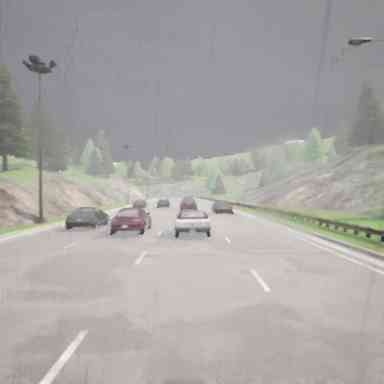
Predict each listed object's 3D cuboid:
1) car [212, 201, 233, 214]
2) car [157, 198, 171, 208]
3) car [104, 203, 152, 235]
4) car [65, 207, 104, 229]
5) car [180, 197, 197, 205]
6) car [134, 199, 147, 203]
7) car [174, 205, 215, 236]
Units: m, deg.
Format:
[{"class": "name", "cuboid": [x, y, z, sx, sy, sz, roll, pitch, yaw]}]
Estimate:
[{"class": "car", "cuboid": [3.248, 1.621, 36.345, 1.994, 1.385, 4.181, -1, 0, -2]}, {"class": "car", "cuboid": [-4.332, 1.660, 51.572, 2.128, 1.511, 4.902, -1, 0, -2]}, {"class": "car", "cuboid": [-3.464, 1.606, 19.359, 1.812, 1.442, 4.674, -1, 0, 0]}, {"class": "car", "cuboid": [-6.985, 1.687, 22.535, 1.994, 1.385, 4.181, -1, 0, 0]}, {"class": "car", "cuboid": [-0.467, 1.458, 41.966, 2.097, 1.767, 4.553, -1, 0, -2]}, {"class": "car", "cuboid": [-7.778, 1.762, 50.117, 1.994, 1.385, 4.181, -1, 0, -2]}, {"class": "car", "cuboid": [0.038, 1.646, 18.644, 1.895, 1.301, 4.718, -1, 0, 0]}]
